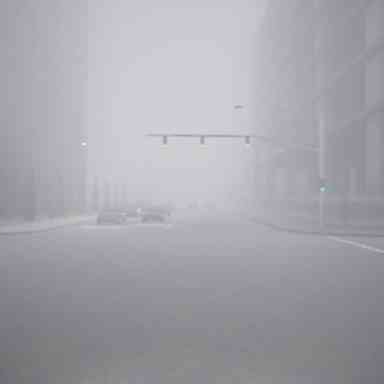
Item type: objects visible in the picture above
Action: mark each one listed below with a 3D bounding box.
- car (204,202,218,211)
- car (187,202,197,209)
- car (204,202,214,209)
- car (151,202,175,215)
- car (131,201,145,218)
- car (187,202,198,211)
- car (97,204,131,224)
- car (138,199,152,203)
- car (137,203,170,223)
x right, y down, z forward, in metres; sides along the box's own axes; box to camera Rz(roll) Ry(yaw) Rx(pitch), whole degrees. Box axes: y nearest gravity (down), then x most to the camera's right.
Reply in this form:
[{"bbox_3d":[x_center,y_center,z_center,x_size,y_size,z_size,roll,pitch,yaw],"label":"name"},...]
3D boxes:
[{"bbox_3d":[3.512,2.533,59.464,2.128,1.511,4.902,0,-1,0],"label":"car"},{"bbox_3d":[0.017,2.762,69.123,1.994,1.385,4.181,0,-1,0],"label":"car"},{"bbox_3d":[3.513,2.711,68.537,1.812,1.442,4.674,0,-1,0],"label":"car"},{"bbox_3d":[-3.591,2.208,41.575,1.882,1.535,5.008,0,-1,0],"label":"car"},{"bbox_3d":[-7.090,2.193,39.164,1.837,1.490,4.892,0,-1,0],"label":"car"},{"bbox_3d":[0.113,2.517,59.382,1.882,1.535,5.008,0,-1,0],"label":"car"},{"bbox_3d":[-7.095,2.030,29.761,1.837,1.490,4.892,0,-1,0],"label":"car"},{"bbox_3d":[-7.078,2.089,49.532,2.150,2.045,5.566,0,-1,0],"label":"car"},{"bbox_3d":[-3.594,2.111,31.929,2.033,1.411,5.357,0,-1,0],"label":"car"}]
